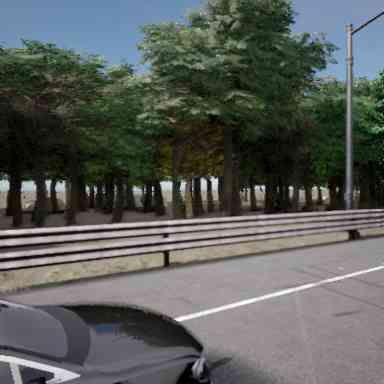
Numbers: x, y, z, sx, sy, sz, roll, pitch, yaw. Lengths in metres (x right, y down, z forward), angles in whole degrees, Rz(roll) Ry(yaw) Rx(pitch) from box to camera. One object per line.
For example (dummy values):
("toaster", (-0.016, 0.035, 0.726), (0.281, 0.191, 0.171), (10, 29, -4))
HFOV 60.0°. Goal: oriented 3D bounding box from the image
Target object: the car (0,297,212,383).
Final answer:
("car", (-2.052, 1.489, 2.248), (4.902, 1.511, 2.128), (0, 0, -35))
